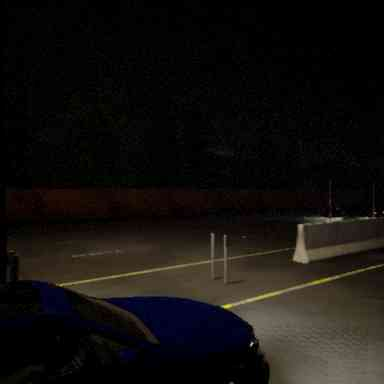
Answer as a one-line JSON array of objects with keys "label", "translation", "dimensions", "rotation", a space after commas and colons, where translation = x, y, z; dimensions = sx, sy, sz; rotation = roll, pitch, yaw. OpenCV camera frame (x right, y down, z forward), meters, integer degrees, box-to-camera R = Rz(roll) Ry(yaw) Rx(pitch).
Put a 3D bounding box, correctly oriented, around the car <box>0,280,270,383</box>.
[{"label": "car", "translation": [-1.413, 1.530, 2.761], "dimensions": [4.674, 1.442, 1.812], "rotation": [0, 0, -35]}]
